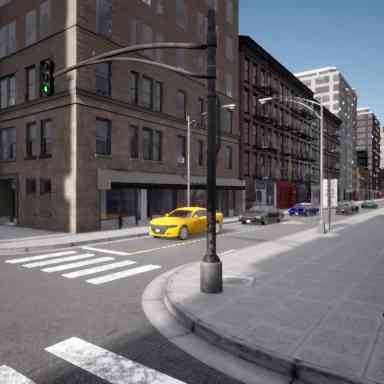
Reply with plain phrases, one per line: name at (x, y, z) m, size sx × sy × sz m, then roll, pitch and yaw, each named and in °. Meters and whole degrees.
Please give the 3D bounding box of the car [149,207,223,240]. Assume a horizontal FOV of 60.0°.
car at (-0.188, 1.575, 17.872) m, size 1.882 × 1.535 × 5.008 m, roll 0°, pitch 0°, yaw 35°

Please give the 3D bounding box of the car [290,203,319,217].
car at (11.535, 1.815, 34.314) m, size 1.895 × 1.301 × 4.718 m, roll 0°, pitch 0°, yaw 36°

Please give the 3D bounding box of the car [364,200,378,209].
car at (27.777, 1.904, 52.043) m, size 1.994 × 1.385 × 4.181 m, roll 0°, pitch 0°, yaw 35°

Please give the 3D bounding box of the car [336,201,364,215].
car at (17.801, 1.743, 38.036) m, size 2.128 × 1.511 × 4.902 m, roll 0°, pitch 0°, yaw 35°

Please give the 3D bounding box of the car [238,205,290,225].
car at (5.551, 1.704, 25.932) m, size 2.033 × 1.411 × 5.357 m, roll 0°, pitch 0°, yaw 35°
